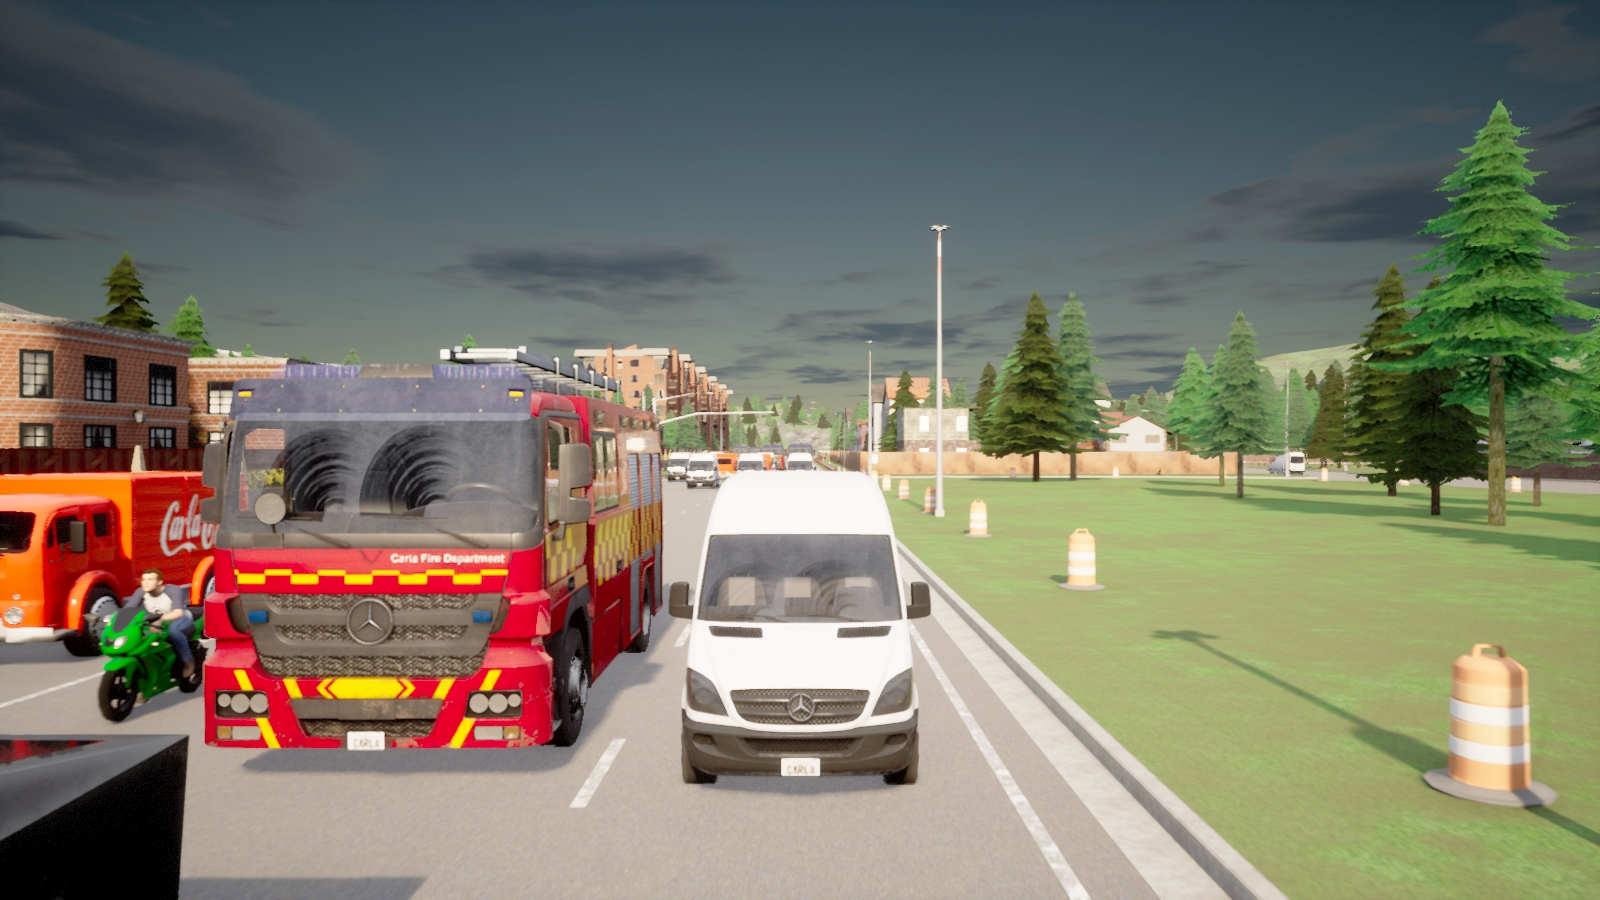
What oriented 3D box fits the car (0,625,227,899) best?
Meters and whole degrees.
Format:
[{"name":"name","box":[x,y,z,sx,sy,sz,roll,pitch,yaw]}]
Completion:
[{"name":"car","box":[-3.500,1.753,1.457,2.390,2.098,6.274,0,0,0]}]

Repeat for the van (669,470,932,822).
[{"name":"van","box":[0.006,1.534,11.608,1.988,2.561,5.915,0,0,0]}]

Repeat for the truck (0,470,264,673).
[{"name":"truck","box":[-10.499,1.568,16.971,2.627,2.467,5.204,0,0,0]}]

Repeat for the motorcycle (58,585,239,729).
[{"name":"motorcycle","box":[-6.997,2.186,12.404,0.803,1.199,2.033,0,0,0]}]

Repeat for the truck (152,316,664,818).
[{"name":"truck","box":[-3.493,0.890,12.946,2.891,3.827,8.468,0,0,0]}]
